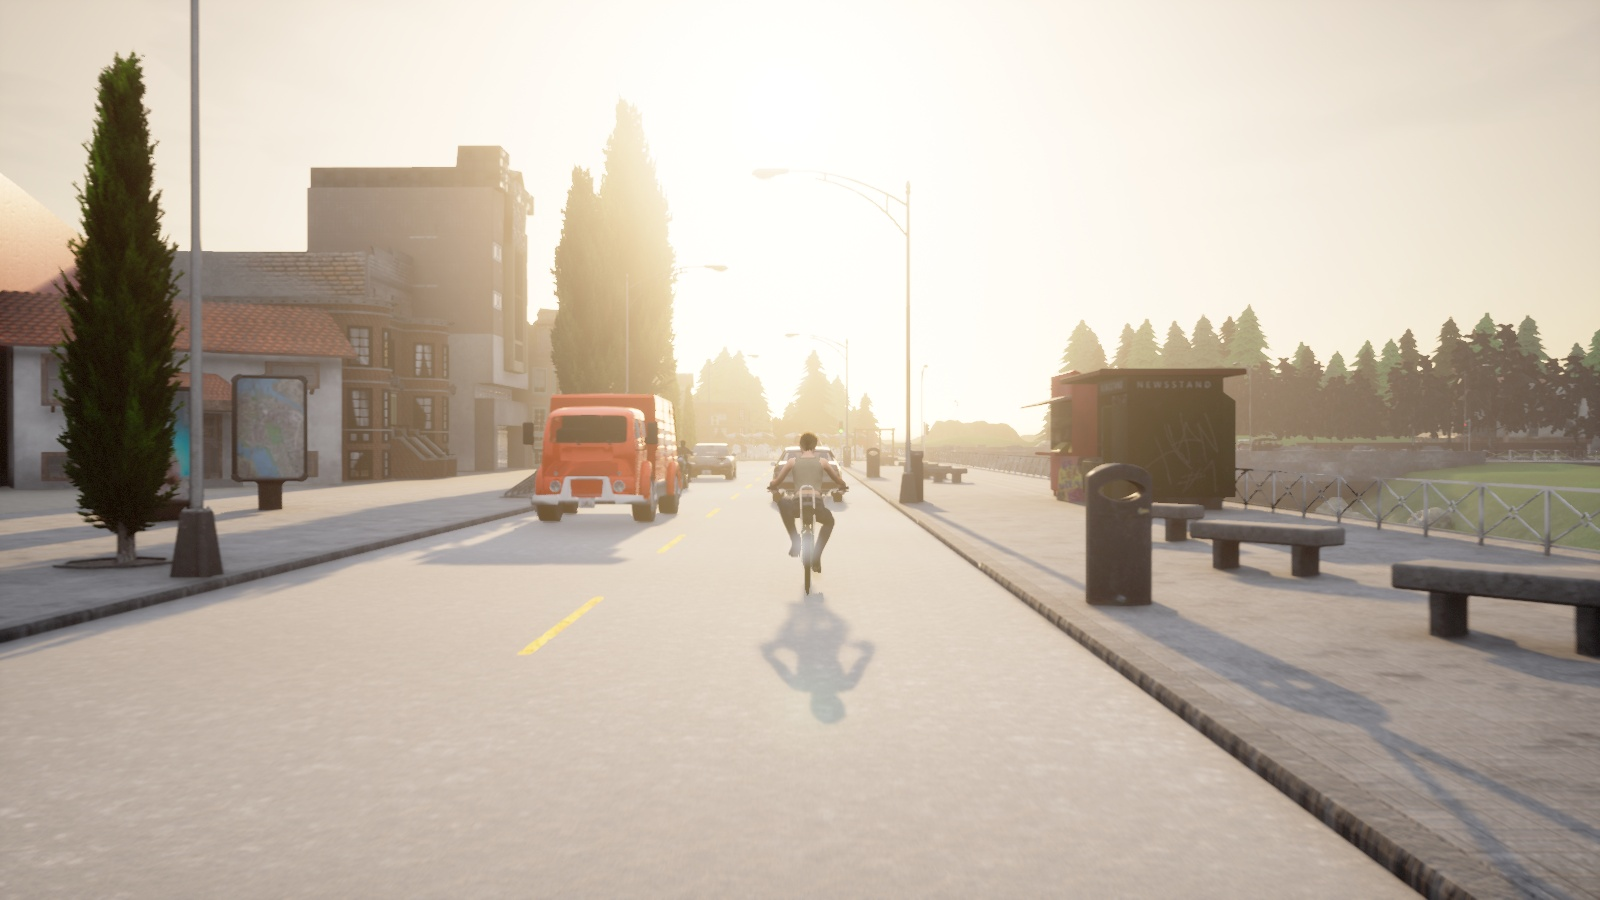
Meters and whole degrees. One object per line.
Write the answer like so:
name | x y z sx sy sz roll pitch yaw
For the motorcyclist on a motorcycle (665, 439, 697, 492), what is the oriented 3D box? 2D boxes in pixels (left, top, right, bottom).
motorcyclist on a motorcycle | -3.767 0.472 39.976 0.766 1.649 2.350 0 0 0

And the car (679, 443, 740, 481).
car | -3.702 0.454 52.066 2.163 1.488 4.792 0 0 0

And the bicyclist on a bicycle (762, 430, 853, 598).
bicyclist on a bicycle | 0.080 0.612 12.834 0.866 1.612 1.509 0 0 1

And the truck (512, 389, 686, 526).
truck | -3.847 0.117 25.151 2.627 2.467 5.204 0 0 0

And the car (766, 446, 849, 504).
car | 0.199 0.607 33.629 2.033 1.411 5.357 0 0 0
